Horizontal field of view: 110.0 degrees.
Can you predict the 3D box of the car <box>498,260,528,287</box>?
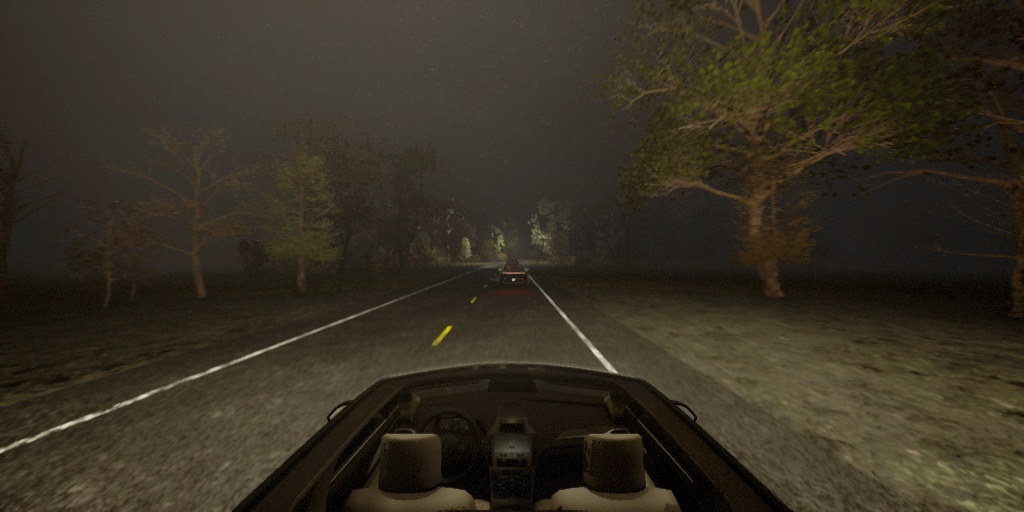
[{"bbox_3d":[0.099,1.267,24.544,2.128,1.511,4.902,0,0,0],"label":"car"}]
